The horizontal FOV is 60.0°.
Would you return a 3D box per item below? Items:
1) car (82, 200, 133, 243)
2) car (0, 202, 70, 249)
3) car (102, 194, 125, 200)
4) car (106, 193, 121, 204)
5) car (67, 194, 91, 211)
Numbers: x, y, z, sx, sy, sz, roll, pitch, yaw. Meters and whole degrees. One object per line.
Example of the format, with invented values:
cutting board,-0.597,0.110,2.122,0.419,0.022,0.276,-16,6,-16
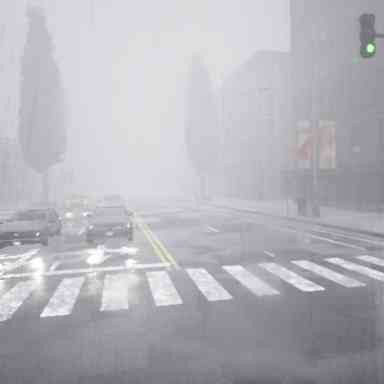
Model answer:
car,-3.703,1.313,15.109,1.812,1.442,4.674,-2,1,-13
car,-6.901,1.417,14.523,2.033,1.411,5.357,-2,1,-13
car,-6.634,0.977,27.531,2.097,1.767,4.553,-2,1,-13
car,-11.376,0.920,47.960,1.994,1.385,4.181,-2,1,-13
car,-11.370,0.974,33.465,2.097,1.767,4.553,-2,1,-13
